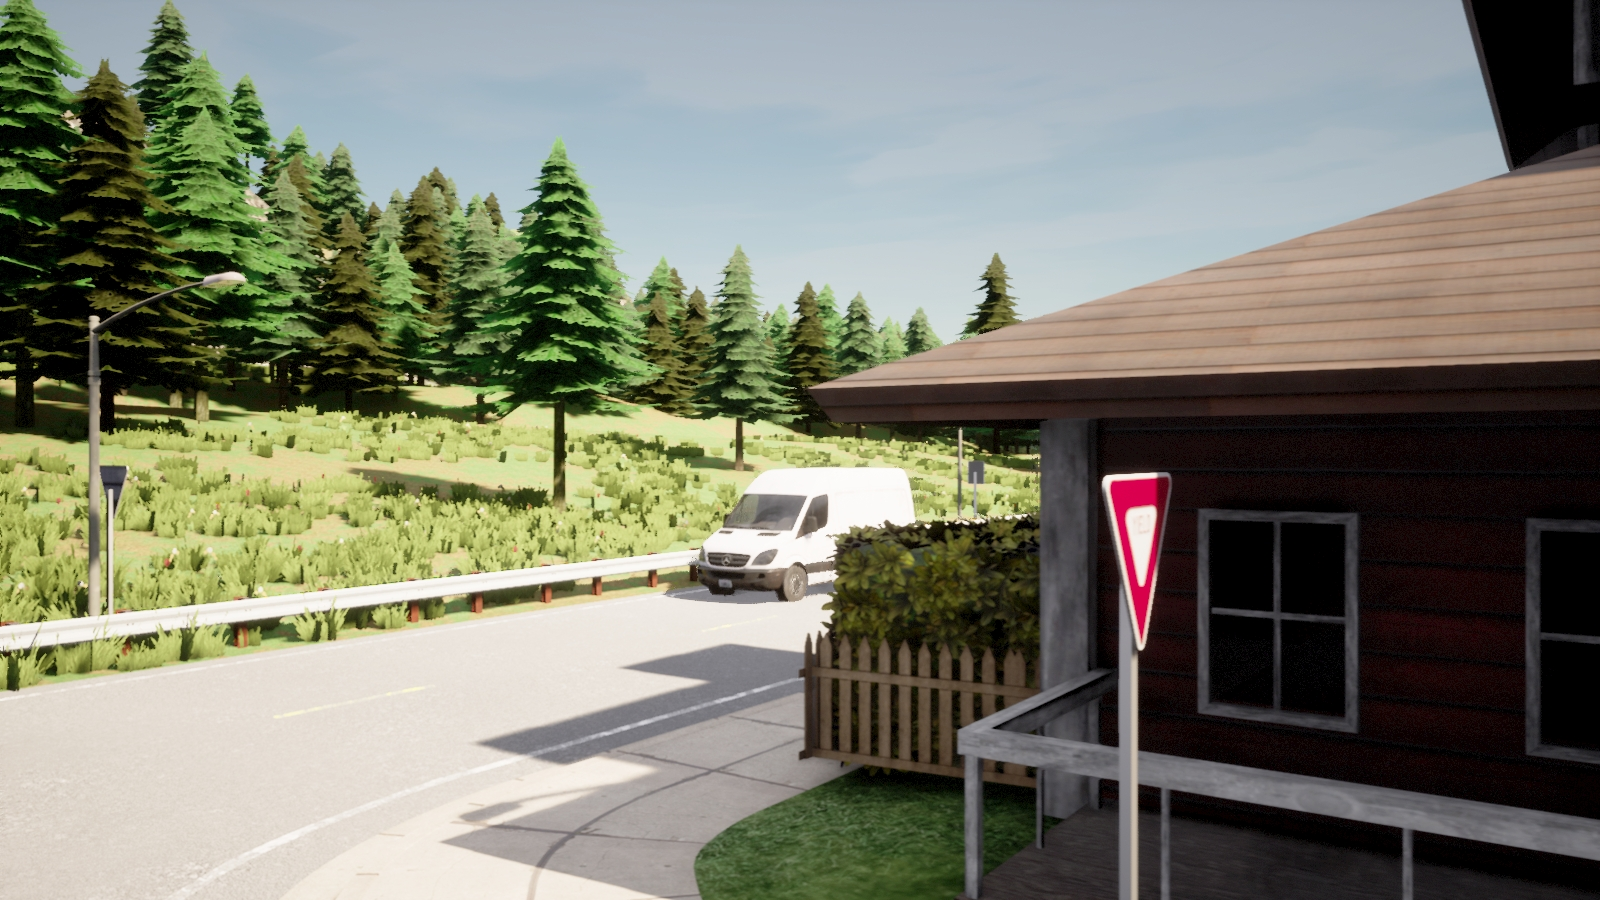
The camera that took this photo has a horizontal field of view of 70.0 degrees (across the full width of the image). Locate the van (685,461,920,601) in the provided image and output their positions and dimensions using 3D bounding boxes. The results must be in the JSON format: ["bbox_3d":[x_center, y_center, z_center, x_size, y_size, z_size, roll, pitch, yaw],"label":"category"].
[{"bbox_3d":[0.246,1.542,24.269,1.988,2.561,5.915,0,0,35],"label":"van"}]
